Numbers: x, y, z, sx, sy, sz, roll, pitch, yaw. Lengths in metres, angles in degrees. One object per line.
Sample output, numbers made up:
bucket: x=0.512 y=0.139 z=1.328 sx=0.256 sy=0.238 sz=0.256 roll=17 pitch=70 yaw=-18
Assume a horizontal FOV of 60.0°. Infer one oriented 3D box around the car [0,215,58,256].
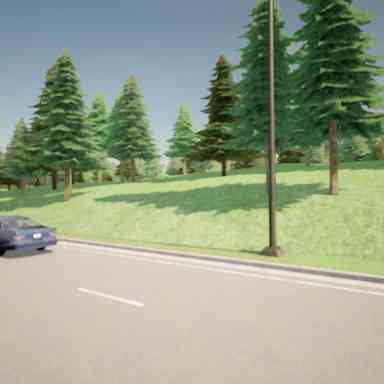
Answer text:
car: x=-7.734 y=1.680 z=13.683 sx=5.357 sy=1.411 sz=2.033 roll=-1 pitch=0 yaw=36
